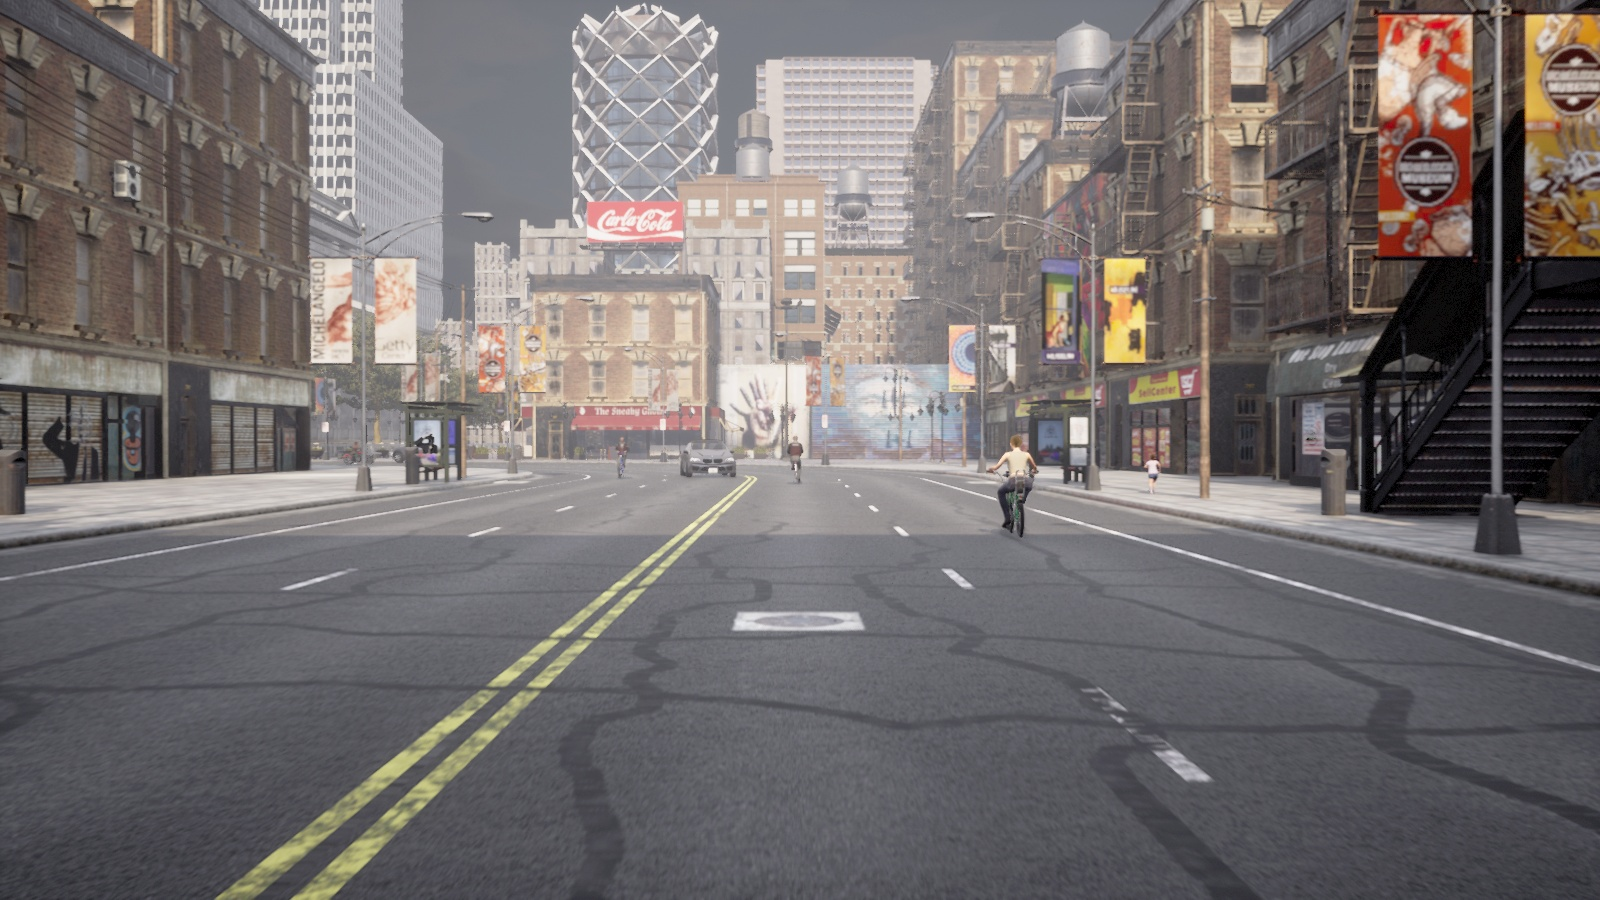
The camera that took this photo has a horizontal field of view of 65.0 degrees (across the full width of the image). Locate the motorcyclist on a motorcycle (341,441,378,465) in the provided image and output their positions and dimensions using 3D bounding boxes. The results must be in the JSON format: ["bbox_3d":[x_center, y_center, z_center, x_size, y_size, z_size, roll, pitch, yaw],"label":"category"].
[{"bbox_3d":[-29.789,0.197,84.945,2.350,1.649,0.766,0,1,19],"label":"motorcyclist on a motorcycle"}]

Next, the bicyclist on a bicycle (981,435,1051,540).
[{"bbox_3d":[3.449,0.572,20.144,0.866,1.612,1.509,0,0,0],"label":"bicyclist on a bicycle"}]

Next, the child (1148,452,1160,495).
[{"bbox_3d":[9.189,0.606,32.607,0.255,1.110,0.394,0,0,8],"label":"child"}]

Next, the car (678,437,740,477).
[{"bbox_3d":[-4.063,0.276,55.309,2.242,1.667,4.611,0,0,-10],"label":"car"}]

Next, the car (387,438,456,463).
[{"bbox_3d":[-27.622,0.027,91.610,4.605,1.855,1.932,0,0,21],"label":"car"}]
